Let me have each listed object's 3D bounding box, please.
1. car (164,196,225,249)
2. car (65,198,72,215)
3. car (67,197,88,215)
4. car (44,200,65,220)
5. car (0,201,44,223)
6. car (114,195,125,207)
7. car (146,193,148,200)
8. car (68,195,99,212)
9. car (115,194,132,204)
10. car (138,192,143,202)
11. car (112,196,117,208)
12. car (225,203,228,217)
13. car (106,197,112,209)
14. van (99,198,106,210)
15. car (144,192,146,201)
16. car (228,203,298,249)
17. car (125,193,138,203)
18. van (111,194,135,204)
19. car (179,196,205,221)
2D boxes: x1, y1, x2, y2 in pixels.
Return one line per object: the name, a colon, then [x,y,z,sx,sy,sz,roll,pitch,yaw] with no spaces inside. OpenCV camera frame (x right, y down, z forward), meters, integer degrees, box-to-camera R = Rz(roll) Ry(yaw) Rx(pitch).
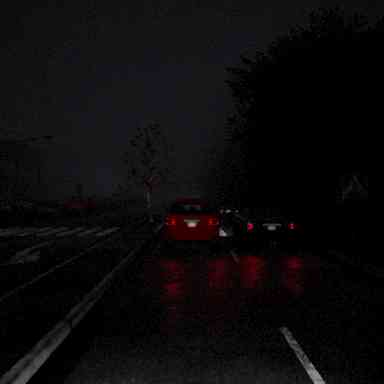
car: [0.000,1.275,14.684,2.150,2.045,5.566,0,0,0]
car: [-13.909,1.620,30.693,4.792,1.488,2.163,-1,0,-20]
car: [-13.708,1.606,33.755,5.366,1.575,1.946,-1,-1,-20]
car: [-13.712,1.564,27.788,5.366,1.575,1.946,-1,-1,-20]
car: [-13.882,1.591,24.740,4.674,1.452,2.002,-1,0,-20]
car: [-13.698,1.668,51.666,5.366,1.575,1.946,-1,0,-20]
car: [-13.847,1.528,81.433,4.674,1.452,2.002,-1,1,-20]
car: [-13.850,1.523,39.665,4.553,1.767,2.185,-1,0,-20]
car: [-13.861,1.682,60.550,4.674,1.452,2.002,-1,1,-20]
car: [-13.838,1.328,69.516,5.566,2.045,2.435,-1,0,-20]
car: [-13.898,1.706,48.596,4.792,1.488,2.163,-1,0,-20]
car: [3.000,1.654,29.655,2.033,1.411,5.357,0,0,0]
car: [-13.869,1.710,45.624,4.674,1.452,2.002,-1,0,-20]
van: [-13.771,1.436,42.693,4.442,1.987,1.878,-1,-1,-20]
car: [-13.826,1.385,78.460,4.553,1.767,2.185,-1,1,-20]
car: [3.000,1.383,14.623,2.097,1.767,4.553,0,0,0]
car: [-13.892,1.374,63.520,5.566,2.045,2.435,-1,1,-20]
van: [-13.756,1.375,66.563,4.442,1.987,1.878,-1,0,-20]
car: [0.000,1.349,29.688,2.150,2.045,5.566,0,0,0]
